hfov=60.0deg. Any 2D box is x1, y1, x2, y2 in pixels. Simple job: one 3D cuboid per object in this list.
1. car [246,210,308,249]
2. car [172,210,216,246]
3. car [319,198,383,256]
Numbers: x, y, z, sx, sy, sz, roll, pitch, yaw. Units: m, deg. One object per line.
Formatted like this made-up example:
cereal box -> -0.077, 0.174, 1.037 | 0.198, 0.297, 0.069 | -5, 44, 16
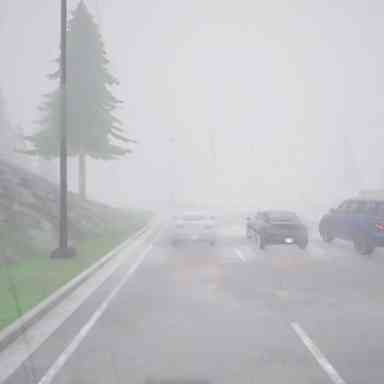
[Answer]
car -> 3.586, 1.542, 14.683 | 1.837, 1.490, 4.892 | 0, 0, 0
car -> 0.081, 1.565, 15.428 | 1.812, 1.442, 4.674 | 0, 0, 0
car -> 7.086, 1.255, 13.387 | 2.150, 2.045, 5.566 | 0, 0, 0
